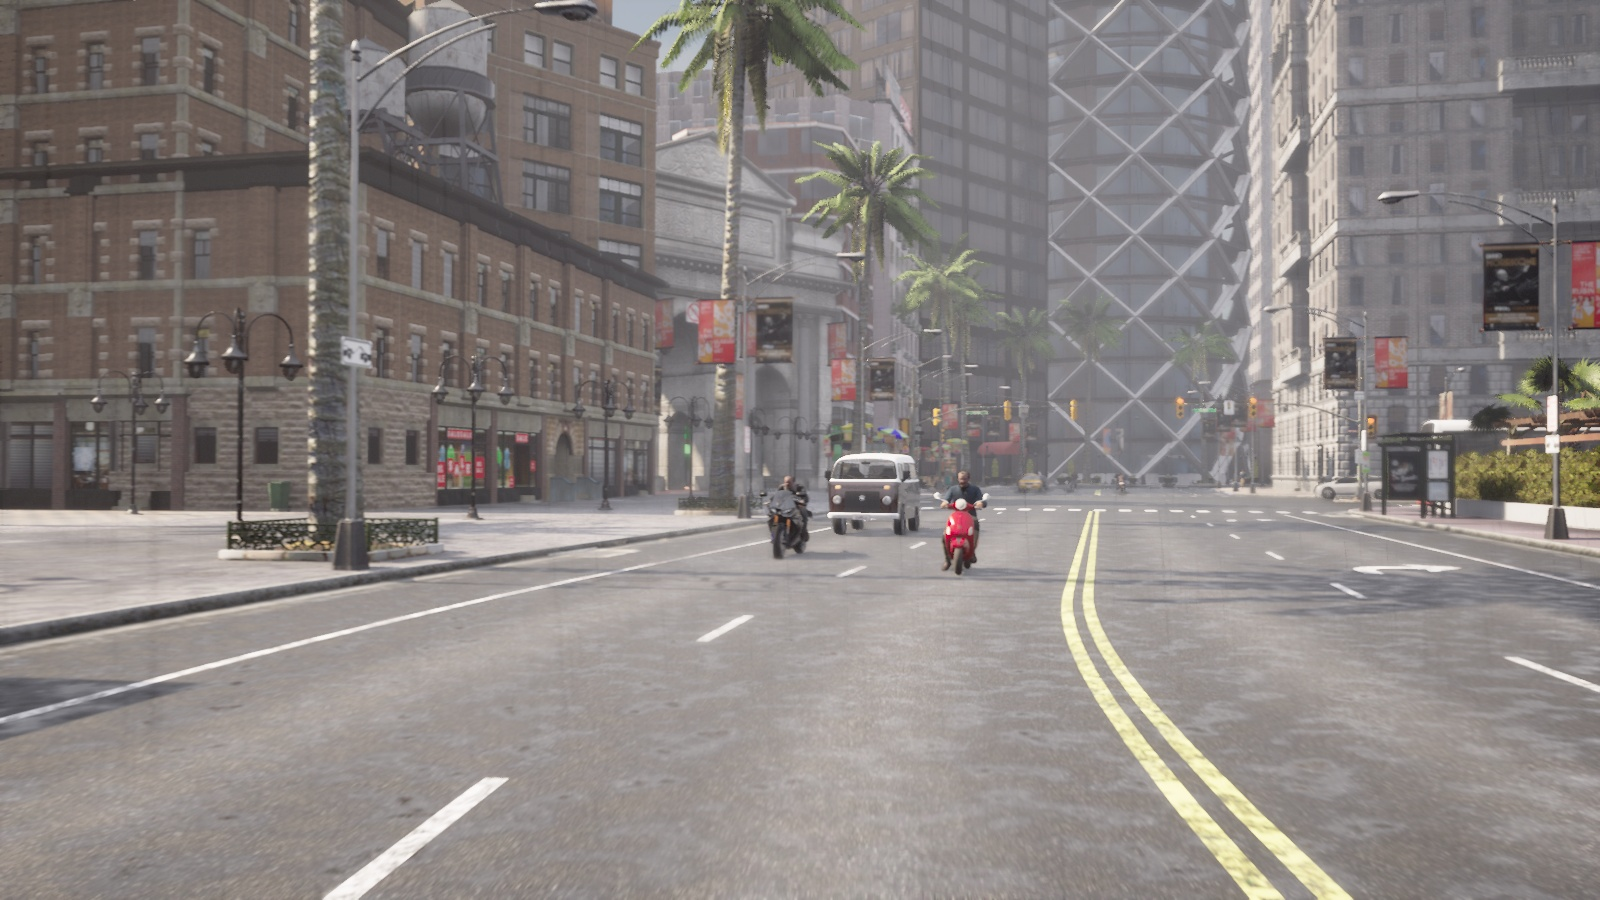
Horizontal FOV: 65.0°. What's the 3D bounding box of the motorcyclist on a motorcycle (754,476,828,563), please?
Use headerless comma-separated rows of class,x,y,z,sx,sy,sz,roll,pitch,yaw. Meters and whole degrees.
motorcyclist on a motorcycle,-0.148,1.246,23.323,0.866,1.530,2.191,0,-1,14

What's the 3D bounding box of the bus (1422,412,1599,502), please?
bus,36.673,0.361,61.693,10.273,4.253,3.944,0,-1,13

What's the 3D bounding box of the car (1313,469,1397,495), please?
car,33.109,1.923,74.994,4.514,1.525,2.007,-1,-1,25

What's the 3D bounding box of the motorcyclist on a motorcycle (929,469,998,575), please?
motorcyclist on a motorcycle,2.596,1.095,19.782,0.866,1.590,1.817,0,-1,14

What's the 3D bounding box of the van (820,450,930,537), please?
van,1.990,1.075,31.987,2.069,2.038,4.480,0,-1,13
